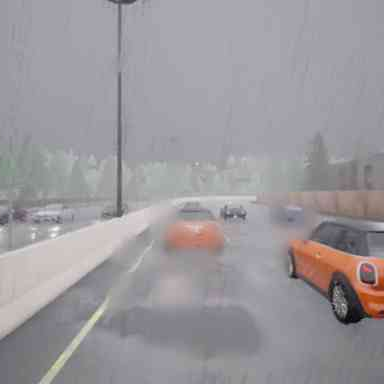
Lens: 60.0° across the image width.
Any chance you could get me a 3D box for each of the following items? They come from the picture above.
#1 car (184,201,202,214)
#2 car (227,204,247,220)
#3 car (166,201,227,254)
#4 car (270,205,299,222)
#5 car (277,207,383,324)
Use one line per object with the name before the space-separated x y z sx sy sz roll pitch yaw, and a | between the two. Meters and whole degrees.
car | 0.095 1.756 38.419 1.994 1.385 4.181 0 0 0
car | 3.596 1.751 29.794 1.895 1.301 4.718 0 0 0
car | 0.098 1.422 14.055 2.097 1.767 4.553 0 0 0
car | 7.100 1.649 24.496 1.812 1.442 4.674 0 0 0
car | 3.598 1.390 7.400 2.097 1.767 4.553 0 0 0
